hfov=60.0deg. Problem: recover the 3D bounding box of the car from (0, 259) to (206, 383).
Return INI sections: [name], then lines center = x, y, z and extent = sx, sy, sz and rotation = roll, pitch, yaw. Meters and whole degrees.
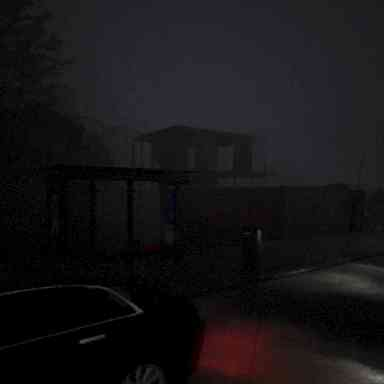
[car]
center = -2.125, 1.507, 3.079
extent = 4.892, 1.490, 1.837
rotation = 1, 0, -35
